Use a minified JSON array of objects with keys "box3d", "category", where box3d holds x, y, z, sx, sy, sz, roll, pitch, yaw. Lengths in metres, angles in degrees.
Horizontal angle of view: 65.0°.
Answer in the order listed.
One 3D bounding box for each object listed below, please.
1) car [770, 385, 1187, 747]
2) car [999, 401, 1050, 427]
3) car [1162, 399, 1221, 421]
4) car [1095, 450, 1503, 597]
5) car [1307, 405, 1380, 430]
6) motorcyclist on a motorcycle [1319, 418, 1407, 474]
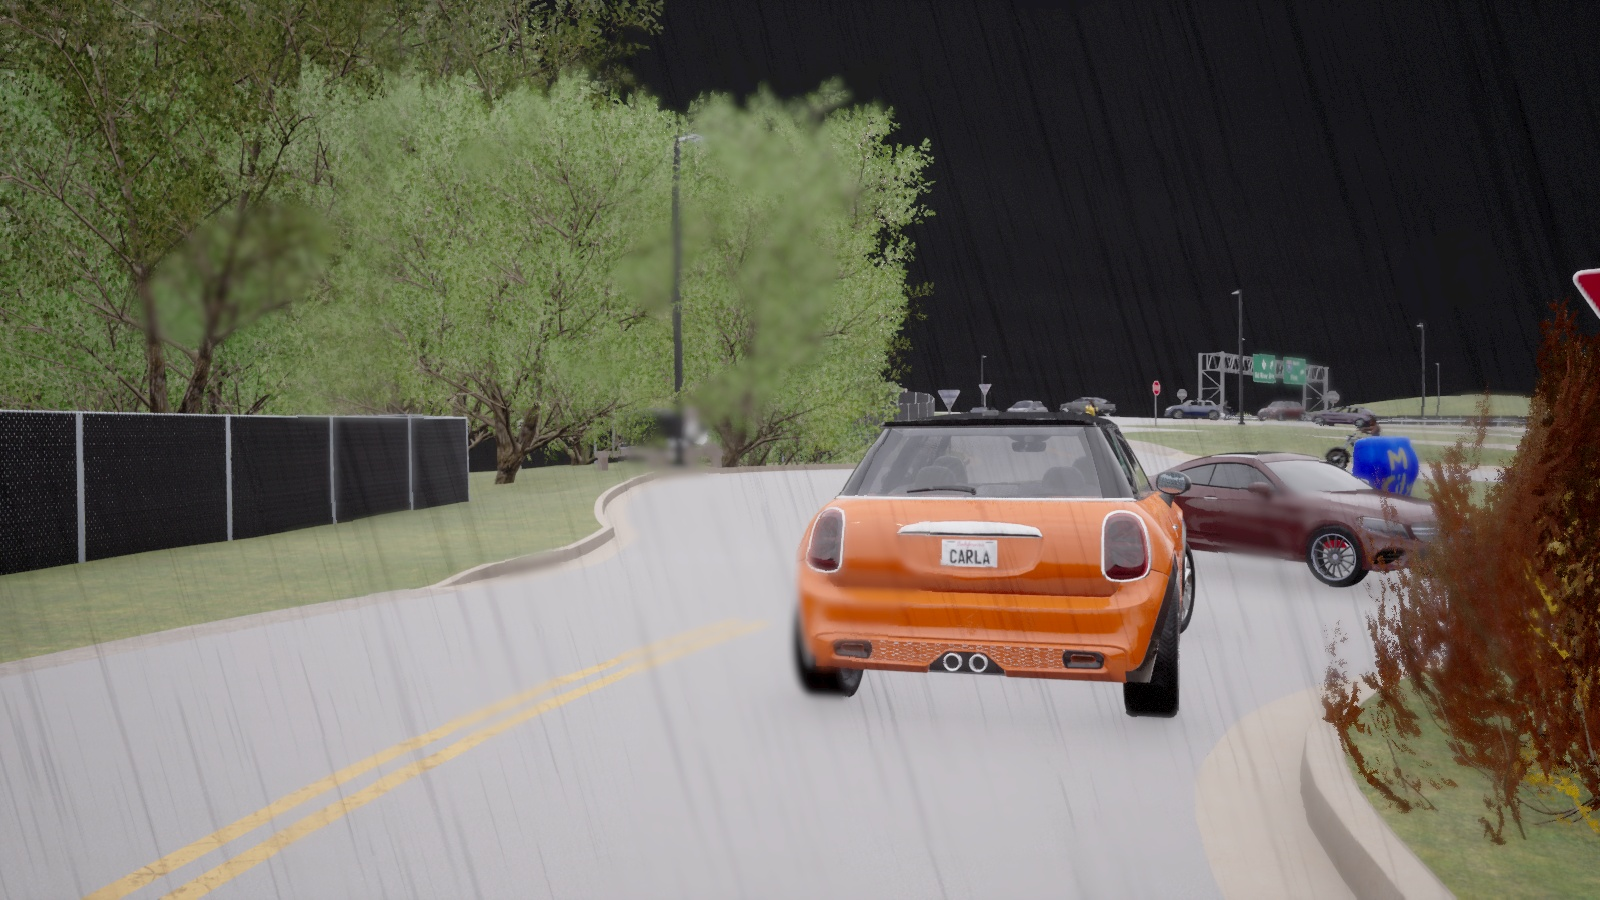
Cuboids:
[{"box3d":[1.532,0.548,8.610,2.097,1.767,4.553,0,0,18],"category":"car"},{"box3d":[13.640,-2.182,76.170,1.845,1.501,3.633,0,2,32],"category":"car"},{"box3d":[28.535,-2.913,91.642,3.806,1.475,1.970,3,2,10],"category":"car"},{"box3d":[5.969,0.773,15.704,1.812,1.442,4.674,-1,2,-28],"category":"car"},{"box3d":[37.402,-2.235,86.510,1.816,1.474,4.193,0,4,-44],"category":"car"},{"box3d":[16.892,-0.140,37.708,2.350,1.649,0.766,0,2,20],"category":"motorcyclist on a motorcycle"}]
